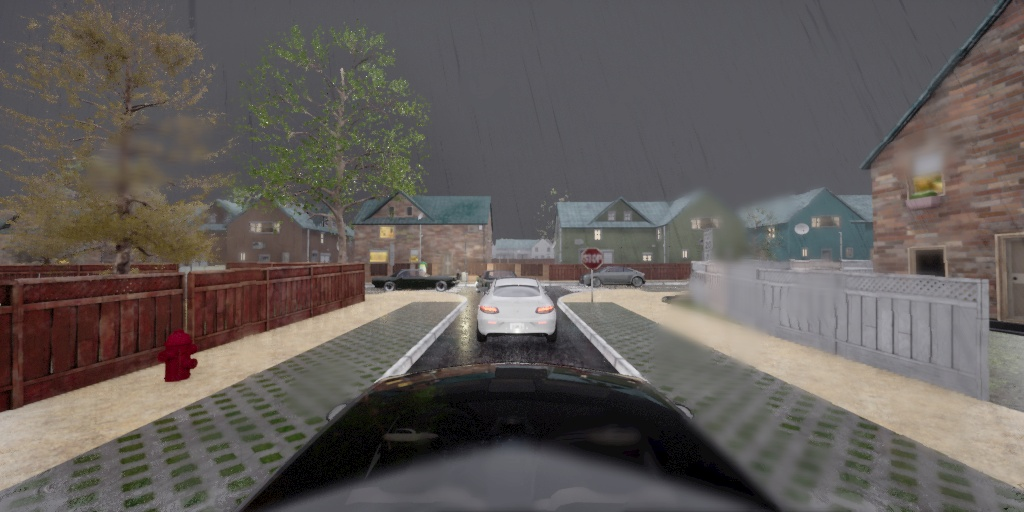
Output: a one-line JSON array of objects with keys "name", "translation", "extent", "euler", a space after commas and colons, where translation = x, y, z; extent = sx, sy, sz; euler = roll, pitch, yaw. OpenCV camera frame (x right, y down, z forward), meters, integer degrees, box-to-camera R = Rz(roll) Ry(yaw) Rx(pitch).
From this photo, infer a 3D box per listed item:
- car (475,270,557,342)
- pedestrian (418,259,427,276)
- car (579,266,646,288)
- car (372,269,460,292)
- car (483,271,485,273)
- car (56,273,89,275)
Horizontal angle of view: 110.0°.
[{"name": "car", "translation": [0.108, 1.279, 9.660], "extent": [1.812, 1.442, 4.674], "euler": [0, 0, 0]}, {"name": "pedestrian", "translation": [-6.684, 1.117, 26.753], "extent": [0.375, 1.860, 0.375], "euler": [0, -1, 1]}, {"name": "car", "translation": [6.553, 1.343, 23.650], "extent": [4.181, 1.385, 1.994], "euler": [0, -1, 1]}, {"name": "car", "translation": [-5.469, 1.415, 20.867], "extent": [4.718, 1.301, 1.895], "euler": [-1, -1, 1]}, {"name": "car", "translation": [-0.746, 1.365, 18.479], "extent": [1.895, 1.301, 4.718], "euler": [0, -1, -12]}, {"name": "car", "translation": [-25.594, 1.631, 21.150], "extent": [4.718, 1.301, 1.895], "euler": [-1, -1, 1]}]
